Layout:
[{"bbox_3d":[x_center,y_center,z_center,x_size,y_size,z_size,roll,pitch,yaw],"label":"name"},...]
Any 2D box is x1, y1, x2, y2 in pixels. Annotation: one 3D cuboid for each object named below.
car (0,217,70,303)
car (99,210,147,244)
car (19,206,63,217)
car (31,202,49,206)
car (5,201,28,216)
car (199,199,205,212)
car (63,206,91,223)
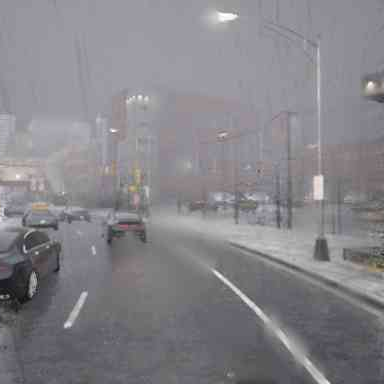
[{"bbox_3d":[-4.557,1.624,8.333,1.837,1.490,4.892,0,-1,-11],"label":"car"},{"bbox_3d":[-3.582,1.713,17.164,1.837,1.490,4.892,0,-1,-19],"label":"car"},{"bbox_3d":[-10.431,1.875,22.802,1.994,1.385,4.181,0,-1,-30],"label":"car"},{"bbox_3d":[-20.961,2.101,45.753,1.882,1.535,5.008,0,-1,-33],"label":"car"},{"bbox_3d":[-21.099,2.105,39.577,2.033,1.411,5.357,0,-1,-33],"label":"car"},{"bbox_3d":[1.401,1.733,45.200,2.185,1.767,4.553,0,-1,-34],"label":"car"},{"bbox_3d":[-10.062,1.898,28.707,1.812,1.442,4.674,0,-1,-32],"label":"car"}]
